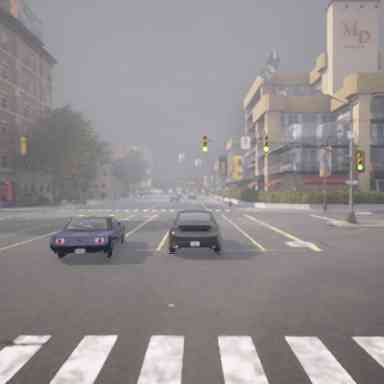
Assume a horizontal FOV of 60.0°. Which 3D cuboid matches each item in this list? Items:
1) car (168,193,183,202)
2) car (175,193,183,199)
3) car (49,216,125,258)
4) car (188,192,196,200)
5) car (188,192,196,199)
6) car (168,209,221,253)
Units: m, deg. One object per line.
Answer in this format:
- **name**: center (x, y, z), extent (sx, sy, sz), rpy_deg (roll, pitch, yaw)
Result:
- **car**: center (-3.390, 1.229, 67.258), extent (2.033, 1.411, 5.357), rpy_deg (0, 0, 0)
- **car**: center (-3.487, 1.077, 89.483), extent (1.837, 1.490, 4.892), rpy_deg (0, 0, 0)
- **car**: center (-3.663, 1.541, 12.553), extent (1.895, 1.301, 4.718), rpy_deg (0, 0, -5)
- **car**: center (0.012, 0.965, 80.731), extent (2.097, 1.767, 4.553), rpy_deg (0, 0, 0)
- **car**: center (0.013, 0.814, 89.484), extent (2.097, 1.767, 4.553), rpy_deg (0, 0, 0)
- **car**: center (0.102, 1.441, 13.347), extent (1.837, 1.490, 4.892), rpy_deg (0, 0, 0)
